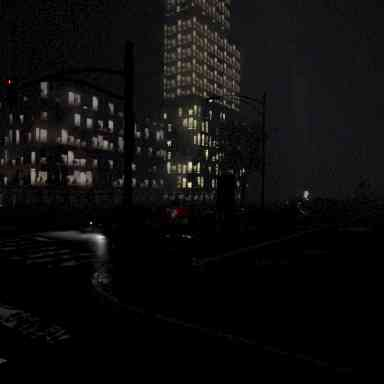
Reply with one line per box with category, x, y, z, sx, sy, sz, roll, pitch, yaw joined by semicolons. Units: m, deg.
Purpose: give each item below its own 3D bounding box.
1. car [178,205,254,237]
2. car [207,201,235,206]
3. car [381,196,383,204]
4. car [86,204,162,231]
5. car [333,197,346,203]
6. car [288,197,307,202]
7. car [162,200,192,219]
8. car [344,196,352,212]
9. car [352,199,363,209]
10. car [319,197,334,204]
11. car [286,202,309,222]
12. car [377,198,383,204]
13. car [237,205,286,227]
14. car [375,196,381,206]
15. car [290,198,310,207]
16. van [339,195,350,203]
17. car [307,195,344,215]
car;1.479;1.696;19.081;2.008;1.369;4.403;1;0;36
car;2.571;1.577;30.512;1.882;1.535;5.008;1;0;36
car;41.545;1.784;73.533;2.192;1.841;5.009;1;0;36
car;-4.375;1.549;21.112;1.837;1.490;4.892;1;0;36
car;34.700;1.862;78.375;1.752;1.417;4.829;1;0;36
car;15.019;1.551;47.226;2.097;1.767;4.553;1;1;37
car;-1.581;1.481;29.474;1.967;1.590;4.097;1;0;36
car;18.498;1.720;42.251;1.967;1.590;4.097;1;0;36
car;25.052;1.773;51.209;1.967;1.590;4.097;1;0;36
car;28.205;1.849;69.581;1.947;1.339;4.313;1;0;36
car;7.992;1.779;27.899;1.802;1.307;4.206;1;0;36
car;44.840;2.047;77.999;2.008;1.369;4.403;1;0;36
car;4.737;1.737;23.490;1.947;1.339;4.313;1;0;36
car;35.047;1.940;64.741;1.752;1.417;4.829;1;0;36
car;18.209;1.727;56.050;1.752;1.417;4.829;1;0;36
van;38.101;1.706;82.976;1.690;1.788;3.998;1;0;36
car;15.228;1.569;37.765;2.192;1.841;5.009;1;0;36
